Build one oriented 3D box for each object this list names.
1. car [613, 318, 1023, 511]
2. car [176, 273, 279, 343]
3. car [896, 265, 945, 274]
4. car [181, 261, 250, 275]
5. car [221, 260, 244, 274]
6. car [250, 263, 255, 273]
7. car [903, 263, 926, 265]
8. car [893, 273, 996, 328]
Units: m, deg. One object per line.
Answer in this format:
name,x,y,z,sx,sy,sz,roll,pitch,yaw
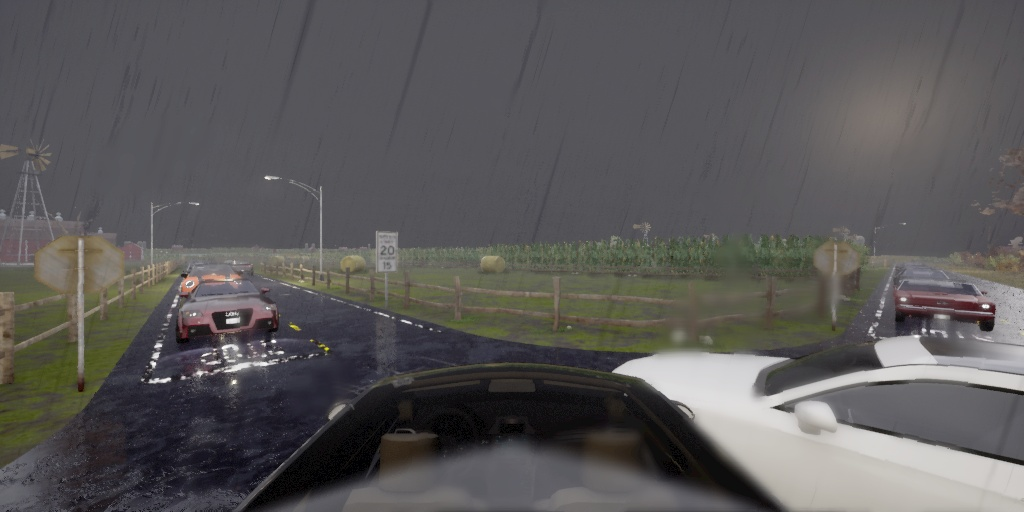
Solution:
car,2.840,1.294,2.360,1.812,1.442,4.674,0,1,-44
car,-7.932,1.353,9.957,1.994,1.385,4.181,0,0,-42
car,20.611,1.358,17.970,5.357,1.411,2.033,0,1,-43
car,-13.702,1.137,16.446,2.097,1.767,4.553,0,0,-42
car,-33.664,1.296,43.151,1.837,1.490,4.892,0,0,-41
car,-26.950,1.276,35.687,2.128,1.511,4.902,0,0,-41
car,27.371,1.394,24.218,4.181,1.385,1.994,0,1,-43
car,13.528,1.395,11.413,4.718,1.301,1.895,0,1,-43
